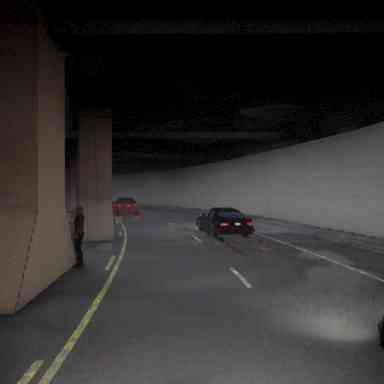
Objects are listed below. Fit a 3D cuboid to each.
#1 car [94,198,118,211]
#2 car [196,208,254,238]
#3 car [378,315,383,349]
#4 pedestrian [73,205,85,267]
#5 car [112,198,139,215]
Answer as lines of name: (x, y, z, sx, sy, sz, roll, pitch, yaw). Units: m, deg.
car: (-11.151, 1.526, 42.773, 1.812, 1.442, 4.674, 0, 0, -29)
car: (1.619, 1.547, 17.915, 2.033, 1.411, 5.357, 0, 0, -11)
car: (3.418, 1.526, 2.423, 1.812, 1.442, 4.674, 0, 0, -2)
pedestrian: (-3.417, 1.294, 9.991, 0.375, 1.860, 0.375, 0, 0, -7)
car: (-6.877, 1.352, 33.766, 2.097, 1.767, 4.553, 0, 0, -22)
